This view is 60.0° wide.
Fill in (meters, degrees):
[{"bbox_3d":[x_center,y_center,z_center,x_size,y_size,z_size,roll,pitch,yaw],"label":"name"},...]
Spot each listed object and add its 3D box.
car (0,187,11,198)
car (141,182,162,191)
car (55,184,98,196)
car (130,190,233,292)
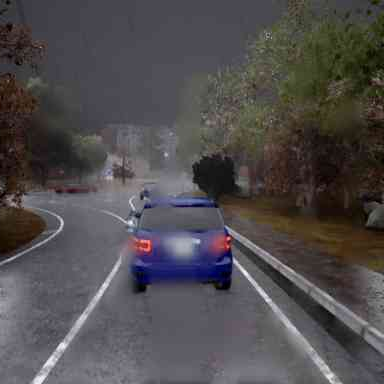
[{"bbox_3d":[-21.571,-0.224,34.883,4.553,1.767,2.097,1,5,6],"label":"car"},{"bbox_3d":[-4.316,-0.295,35.868,2.097,1.767,4.553,0,5,-3],"label":"car"},{"bbox_3d":[-13.567,-0.326,39.176,4.718,1.301,1.895,-2,5,-20],"label":"car"},{"bbox_3d":[-0.375,1.123,8.910,2.150,2.045,5.566,0,1,-5],"label":"car"}]
